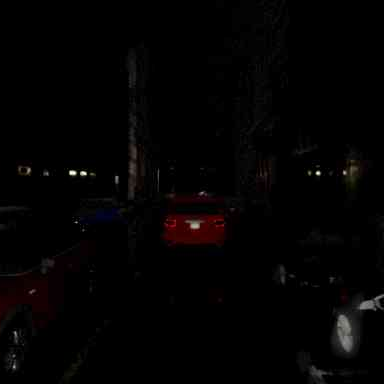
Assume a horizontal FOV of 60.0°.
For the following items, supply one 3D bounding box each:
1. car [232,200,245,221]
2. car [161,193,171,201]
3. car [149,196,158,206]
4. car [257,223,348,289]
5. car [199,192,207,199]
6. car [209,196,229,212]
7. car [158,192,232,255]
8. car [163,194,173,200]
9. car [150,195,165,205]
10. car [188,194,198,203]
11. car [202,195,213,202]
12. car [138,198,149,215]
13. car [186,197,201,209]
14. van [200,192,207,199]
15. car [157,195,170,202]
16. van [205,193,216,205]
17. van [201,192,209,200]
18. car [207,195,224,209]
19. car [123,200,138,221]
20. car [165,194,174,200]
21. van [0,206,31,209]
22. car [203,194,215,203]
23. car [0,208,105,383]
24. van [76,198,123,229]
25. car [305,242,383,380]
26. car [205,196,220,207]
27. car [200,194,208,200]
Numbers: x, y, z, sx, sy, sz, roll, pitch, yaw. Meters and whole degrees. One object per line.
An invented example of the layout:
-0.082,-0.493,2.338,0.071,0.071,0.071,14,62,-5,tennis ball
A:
2.902,1.311,25.747,1.967,1.590,4.097,0,0,0,car
-5.532,1.096,70.948,1.967,1.590,4.097,0,0,0,car
-5.576,1.328,48.354,1.947,1.339,4.313,0,0,0,car
2.869,1.506,8.802,2.008,1.369,4.403,0,0,0,car
3.038,0.866,93.528,2.192,1.841,5.009,0,0,0,car
2.925,1.257,37.043,1.967,1.590,4.097,0,0,0,car
0.080,1.153,13.112,2.150,2.045,5.566,0,0,0,car
-5.520,1.180,76.597,2.008,1.369,4.403,0,0,0,car
-5.565,1.280,54.002,1.887,1.381,4.507,0,0,0,car
0.223,1.205,61.743,1.837,1.490,4.892,0,1,0,car
2.982,1.227,65.286,1.887,1.381,4.507,0,0,0,car
-5.611,1.409,31.408,1.947,1.339,4.313,0,0,0,car
0.188,1.391,42.620,1.895,1.301,4.718,0,0,0,car
3.027,0.919,87.879,1.690,1.788,3.998,0,0,0,van
-5.542,1.233,65.300,2.008,1.369,4.403,0,0,0,car
2.959,1.077,53.988,1.690,1.788,3.998,0,0,0,van
3.004,0.971,76.582,1.690,1.788,3.998,0,0,0,van
2.937,1.230,42.692,1.967,1.590,4.097,0,0,0,car
-5.622,1.397,25.589,1.752,1.417,4.829,0,0,0,car
-5.508,1.185,82.246,1.802,1.307,4.206,0,0,0,car
-5.657,1.296,8.811,1.690,1.788,3.998,0,0,0,van
2.971,1.149,59.637,1.967,1.590,4.097,0,0,0,car
-3.091,1.324,5.308,2.097,1.767,4.553,0,0,0,car
-5.634,1.239,20.109,1.690,1.788,3.998,0,0,0,van
2.858,1.534,3.153,2.008,1.369,4.403,0,0,0,car
2.949,1.307,48.341,1.887,1.381,4.507,0,0,0,car
3.016,1.148,82.232,1.887,1.381,4.507,0,0,0,car
